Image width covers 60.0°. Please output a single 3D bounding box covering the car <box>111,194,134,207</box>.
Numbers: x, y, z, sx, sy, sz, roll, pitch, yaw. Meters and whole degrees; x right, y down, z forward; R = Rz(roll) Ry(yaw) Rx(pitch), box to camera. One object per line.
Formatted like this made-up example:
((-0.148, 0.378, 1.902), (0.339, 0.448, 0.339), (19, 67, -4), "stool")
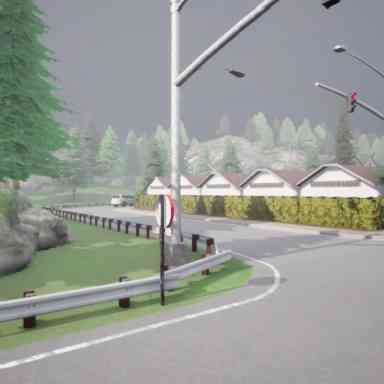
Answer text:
((-10.501, 1.390, 53.881), (2.150, 2.045, 5.566), (0, 0, 36), "car")
